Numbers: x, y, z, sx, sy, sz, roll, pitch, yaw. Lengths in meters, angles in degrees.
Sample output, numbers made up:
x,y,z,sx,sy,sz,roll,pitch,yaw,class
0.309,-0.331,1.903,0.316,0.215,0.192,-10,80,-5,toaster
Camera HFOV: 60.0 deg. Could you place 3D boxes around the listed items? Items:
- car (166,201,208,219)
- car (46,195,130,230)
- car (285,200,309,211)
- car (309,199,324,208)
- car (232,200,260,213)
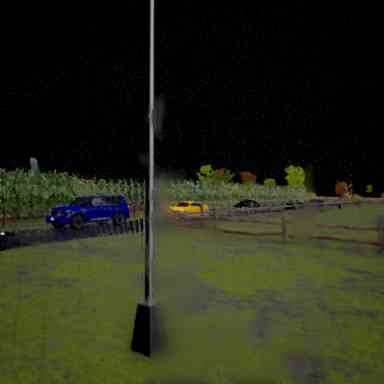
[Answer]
x,y,z,sx,sy,sz,roll,pitch,yaw,class
-0.430,1.586,30.213,1.882,1.535,5.008,-1,-1,36,car
-6.565,1.244,21.701,2.150,2.045,5.566,-1,-1,36,car
13.914,1.824,45.134,1.994,1.385,4.181,-1,-1,36,car
19.583,1.877,53.094,1.812,1.442,4.674,-1,-1,36,car
6.551,1.714,39.872,1.837,1.490,4.892,-1,0,36,car
